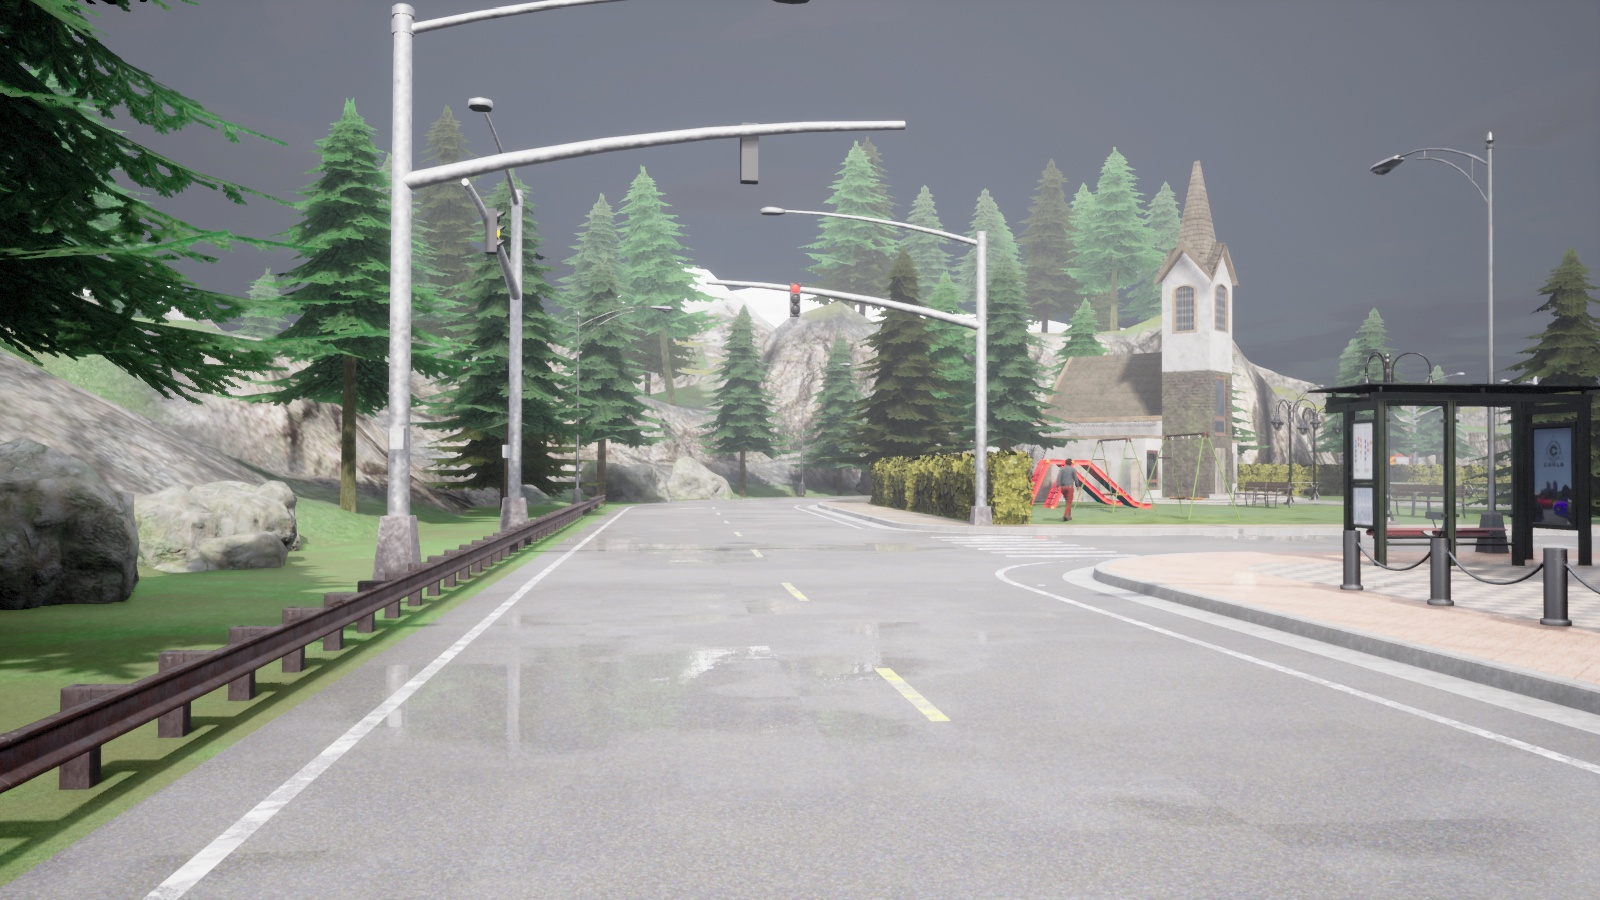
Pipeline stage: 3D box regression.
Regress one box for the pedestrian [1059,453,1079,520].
[{"bbox_3d":[7.581,1.022,35.385,0.353,1.847,0.614,-1,-1,30],"label":"pedestrian"}]
